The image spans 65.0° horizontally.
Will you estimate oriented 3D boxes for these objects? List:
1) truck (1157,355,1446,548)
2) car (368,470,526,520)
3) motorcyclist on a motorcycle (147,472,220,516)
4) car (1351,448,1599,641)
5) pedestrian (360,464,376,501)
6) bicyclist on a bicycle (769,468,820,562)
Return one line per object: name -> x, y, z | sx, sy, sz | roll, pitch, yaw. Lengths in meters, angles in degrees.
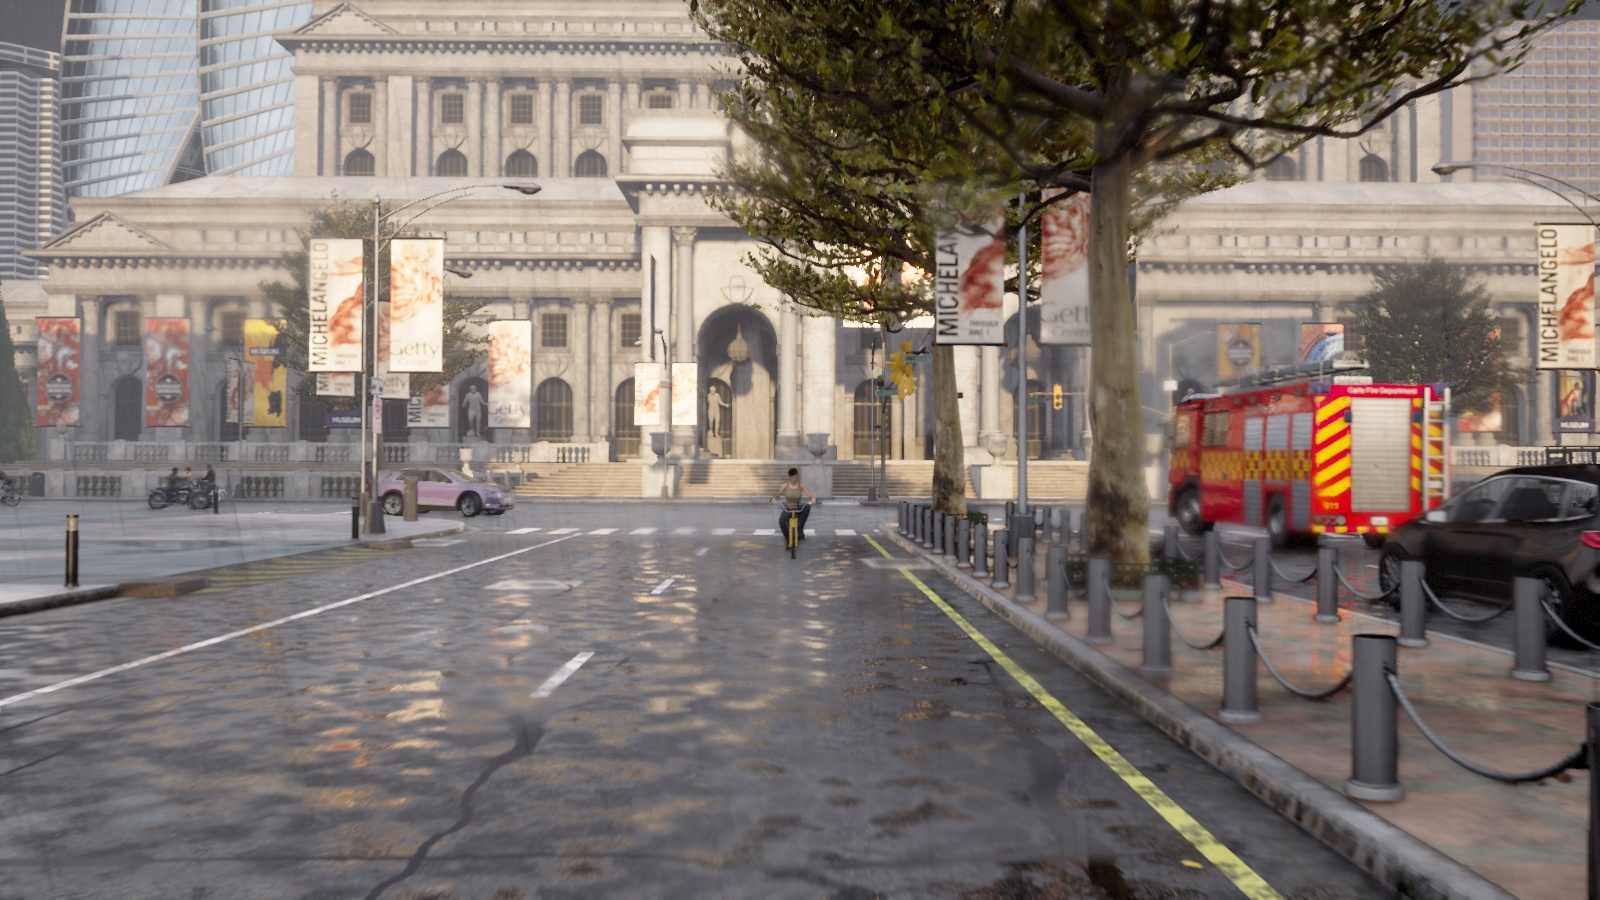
truck -> 11.189, 0.097, 29.215 | 2.891, 3.827, 8.468 | 0, -1, -3
car -> -12.038, 1.515, 42.920 | 4.856, 1.649, 2.033 | -1, -1, 17
motorcyclist on a motorcycle -> -23.290, 1.657, 47.466 | 2.350, 1.649, 0.766 | 0, -1, 0
car -> 7.936, 0.849, 13.184 | 2.242, 1.667, 4.611 | 0, -1, 0
pedestrian -> -21.527, 1.610, 62.574 | 0.614, 1.847, 0.353 | 0, -1, 11
bicyclist on a bicycle -> -0.102, 1.130, 22.486 | 0.866, 1.612, 1.509 | 0, -1, 0
